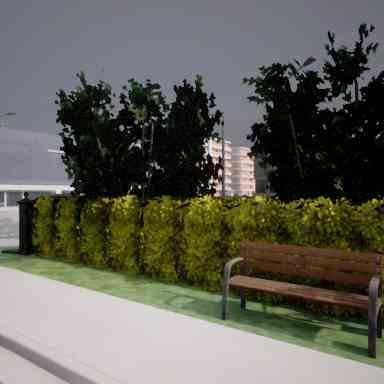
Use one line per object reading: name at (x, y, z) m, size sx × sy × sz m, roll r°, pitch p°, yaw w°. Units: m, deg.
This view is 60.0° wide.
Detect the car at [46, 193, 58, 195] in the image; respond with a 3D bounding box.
car at (-15.252, 1.163, 36.882) m, size 2.150 × 2.045 × 5.566 m, roll 0°, pitch 1°, yaw 36°
